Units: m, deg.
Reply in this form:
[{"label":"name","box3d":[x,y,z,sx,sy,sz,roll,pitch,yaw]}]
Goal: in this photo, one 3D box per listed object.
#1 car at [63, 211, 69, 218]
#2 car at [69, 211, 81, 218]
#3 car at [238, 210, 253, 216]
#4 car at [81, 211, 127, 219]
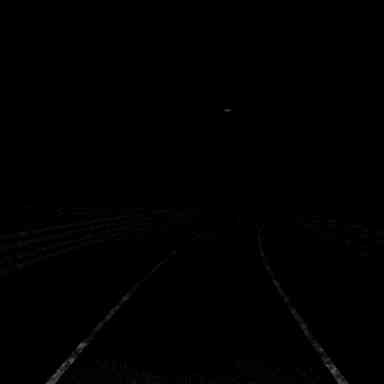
[{"label":"car","box3d":[-16.133,2.928,46.965,1.994,1.385,4.181,-2,-4,40]},{"label":"car","box3d":[-13.480,2.779,44.687,1.812,1.442,4.674,-2,-4,40]},{"label":"car","box3d":[13.197,5.147,81.438,1.837,1.490,4.892,-2,-4,40]},{"label":"car","box3d":[-10.811,2.683,42.425,2.033,1.411,5.357,-2,-4,40]}]
